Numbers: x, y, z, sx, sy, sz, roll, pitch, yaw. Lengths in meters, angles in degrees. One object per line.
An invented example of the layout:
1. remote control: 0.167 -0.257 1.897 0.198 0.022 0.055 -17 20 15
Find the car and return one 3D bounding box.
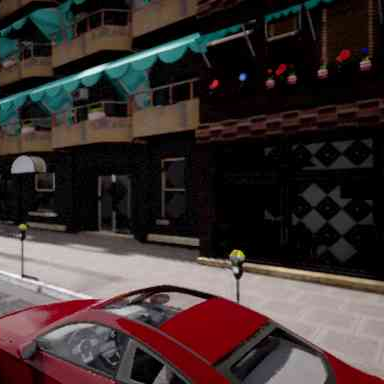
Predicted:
1. car: -0.464 1.568 3.058 4.206 1.307 1.802 0 0 35
